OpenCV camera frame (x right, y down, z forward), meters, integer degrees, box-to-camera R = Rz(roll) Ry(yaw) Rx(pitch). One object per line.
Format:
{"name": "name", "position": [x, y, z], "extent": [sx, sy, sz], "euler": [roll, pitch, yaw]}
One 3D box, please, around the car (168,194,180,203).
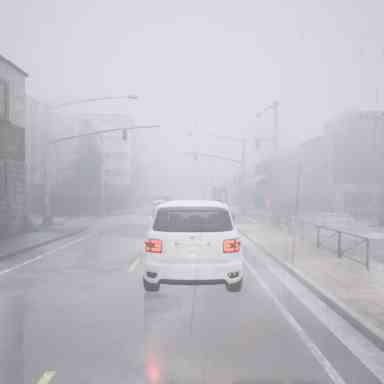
{"name": "car", "position": [-3.647, 1.366, 68.295], "extent": [2.097, 1.767, 4.553], "euler": [0, 0, 0]}

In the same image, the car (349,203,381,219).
{"name": "car", "position": [16.656, 1.740, 30.263], "extent": [4.181, 1.385, 1.994], "euler": [0, 0, 0]}

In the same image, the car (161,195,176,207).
{"name": "car", "position": [-3.696, 1.352, 52.466], "extent": [2.097, 1.767, 4.553], "euler": [0, 0, 0]}

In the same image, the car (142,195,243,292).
{"name": "car", "position": [0.035, 1.221, 9.080], "extent": [2.150, 2.045, 5.566], "euler": [0, 0, 1]}

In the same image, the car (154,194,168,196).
{"name": "car", "position": [-3.336, 1.241, 36.592], "extent": [2.150, 2.045, 5.566], "euler": [0, 1, -6]}
